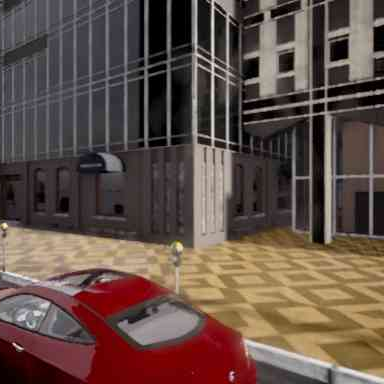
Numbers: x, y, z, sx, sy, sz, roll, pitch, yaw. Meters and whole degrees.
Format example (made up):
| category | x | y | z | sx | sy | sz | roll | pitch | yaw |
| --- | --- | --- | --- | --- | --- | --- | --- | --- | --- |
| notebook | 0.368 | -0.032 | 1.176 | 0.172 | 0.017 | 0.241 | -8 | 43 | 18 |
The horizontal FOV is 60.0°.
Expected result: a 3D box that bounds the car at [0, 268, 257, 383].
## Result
| category | x | y | z | sx | sy | sz | roll | pitch | yaw |
| --- | --- | --- | --- | --- | --- | --- | --- | --- | --- |
| car | -1.341 | 1.576 | 3.831 | 4.206 | 1.307 | 1.802 | 0 | 0 | 36 |
